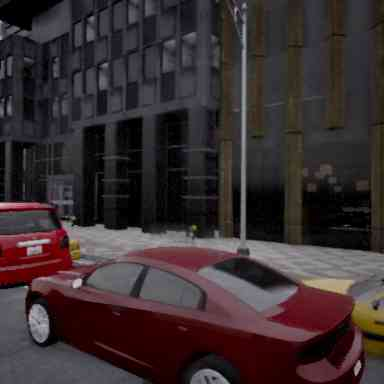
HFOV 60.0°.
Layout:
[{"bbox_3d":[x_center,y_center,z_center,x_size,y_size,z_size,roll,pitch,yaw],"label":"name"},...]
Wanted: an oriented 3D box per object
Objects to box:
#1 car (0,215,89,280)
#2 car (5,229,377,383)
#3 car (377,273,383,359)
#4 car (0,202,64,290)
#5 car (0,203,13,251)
[{"bbox_3d":[-5.574,1.578,10.782,4.829,1.417,1.752,0,0,36],"label":"car"},{"bbox_3d":[-0.410,1.514,4.675,5.008,1.535,1.882,0,-1,36],"label":"car"},{"bbox_3d":[3.188,1.577,4.340,4.829,1.417,1.752,0,0,36],"label":"car"},{"bbox_3d":[-5.287,1.258,8.219,5.566,2.045,2.150,0,-1,36],"label":"car"},{"bbox_3d":[-9.817,1.369,13.904,5.009,1.841,2.192,0,0,36],"label":"car"}]
